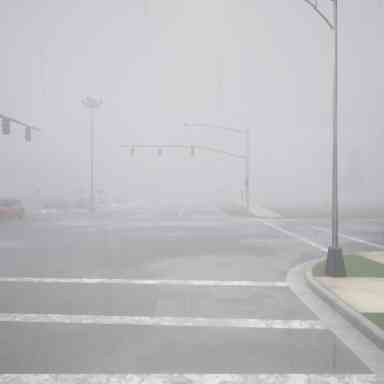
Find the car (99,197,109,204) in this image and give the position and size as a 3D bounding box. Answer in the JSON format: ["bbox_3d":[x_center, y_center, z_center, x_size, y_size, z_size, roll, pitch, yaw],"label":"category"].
[{"bbox_3d":[-17.615,1.600,64.668,1.895,1.301,4.718,0,0,1],"label":"car"}]

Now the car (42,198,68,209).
[{"bbox_3d":[-18.018,1.546,44.440,2.033,1.411,5.357,0,0,1],"label":"car"}]

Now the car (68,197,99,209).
[{"bbox_3d":[-14.511,1.504,44.781,1.837,1.490,4.892,0,0,1],"label":"car"}]

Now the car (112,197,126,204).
[{"bbox_3d":[-14.116,1.569,64.612,1.994,1.385,4.181,0,0,1],"label":"car"}]

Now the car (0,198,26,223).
[{"bbox_3d":[-14.804,1.352,25.659,2.097,1.767,4.553,0,0,1],"label":"car"}]
